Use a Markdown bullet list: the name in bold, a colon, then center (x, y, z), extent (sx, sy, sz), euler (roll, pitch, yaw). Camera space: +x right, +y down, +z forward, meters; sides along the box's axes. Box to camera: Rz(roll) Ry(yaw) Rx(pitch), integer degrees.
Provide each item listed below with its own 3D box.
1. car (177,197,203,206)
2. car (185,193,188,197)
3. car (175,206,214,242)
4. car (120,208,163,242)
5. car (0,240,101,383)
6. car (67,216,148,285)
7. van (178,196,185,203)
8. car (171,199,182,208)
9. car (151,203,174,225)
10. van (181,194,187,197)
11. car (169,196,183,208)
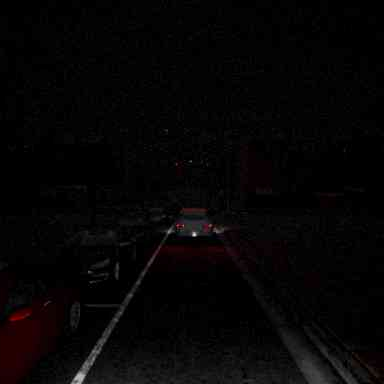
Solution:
- **car**: center (0.107, 1.555, 27.227), extent (2.097, 1.767, 4.553), euler (0, 0, 0)
- **car**: center (-2.640, 1.919, 80.346), extent (2.192, 1.841, 5.009), euler (-1, 0, 0)
- **car**: center (0.103, 1.645, 16.912), extent (1.812, 1.442, 4.674), euler (0, 0, 0)
- **car**: center (-2.655, 1.655, 14.975), extent (2.008, 1.369, 4.403), euler (-2, 0, 0)
- **car**: center (-2.655, 1.609, 4.074), extent (1.802, 1.307, 4.206), euler (-1, 0, 0)
- **car**: center (-2.657, 1.615, 9.526), extent (2.008, 1.369, 4.403), euler (-2, 0, 0)
- **van**: center (-2.635, 1.956, 85.883), extent (1.690, 1.788, 3.998), euler (-1, 0, 0)
- **car**: center (-2.645, 2.015, 58.012), extent (1.752, 1.417, 4.829), euler (-2, -1, 0)
- **car**: center (-2.652, 1.773, 25.869), extent (1.802, 1.307, 4.206), euler (-2, 0, 0)
- **van**: center (-2.641, 1.928, 74.802), extent (1.690, 1.788, 3.998), euler (-1, 0, 0)
- **car**: center (-2.650, 1.881, 52.646), extent (1.967, 1.590, 4.097), euler (-2, -1, 0)
